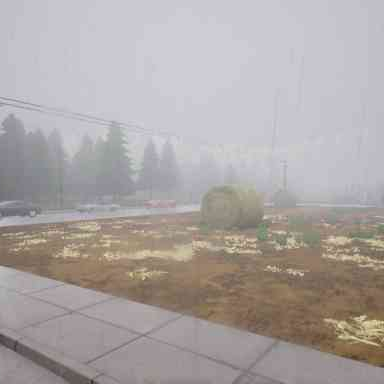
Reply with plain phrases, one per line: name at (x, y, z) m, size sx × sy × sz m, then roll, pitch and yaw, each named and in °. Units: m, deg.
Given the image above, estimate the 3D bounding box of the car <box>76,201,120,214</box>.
car at (-10.307, 1.628, 36.536) m, size 1.895 × 1.301 × 4.718 m, roll 0°, pitch 0°, yaw 37°

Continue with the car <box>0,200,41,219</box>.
car at (-15.790, 1.532, 29.146) m, size 1.837 × 1.490 × 4.892 m, roll 0°, pitch 0°, yaw 37°

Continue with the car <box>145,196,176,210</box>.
car at (-4.213, 1.379, 44.728) m, size 2.097 × 1.767 × 4.553 m, roll 0°, pitch 0°, yaw 37°
